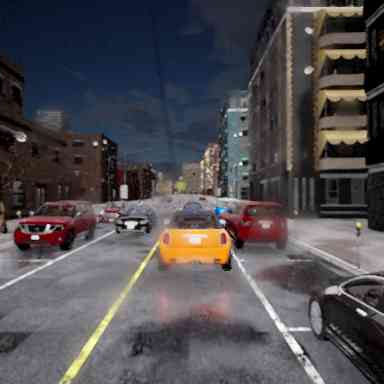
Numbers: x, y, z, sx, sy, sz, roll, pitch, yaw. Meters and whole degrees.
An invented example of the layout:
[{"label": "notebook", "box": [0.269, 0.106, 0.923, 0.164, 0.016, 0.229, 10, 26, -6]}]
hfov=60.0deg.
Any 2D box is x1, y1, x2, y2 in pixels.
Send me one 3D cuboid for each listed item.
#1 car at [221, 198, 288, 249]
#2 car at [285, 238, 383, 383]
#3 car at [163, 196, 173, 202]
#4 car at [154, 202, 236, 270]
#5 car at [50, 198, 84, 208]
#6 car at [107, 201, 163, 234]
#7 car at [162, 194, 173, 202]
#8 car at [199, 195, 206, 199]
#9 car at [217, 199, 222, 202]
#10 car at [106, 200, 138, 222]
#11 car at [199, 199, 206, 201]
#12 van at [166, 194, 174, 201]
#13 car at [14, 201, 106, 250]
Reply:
[{"label": "car", "box": [2.705, 1.333, 14.554, 2.192, 1.841, 5.009, 1, 0, 0]}, {"label": "car", "box": [2.704, 1.556, 3.739, 2.008, 1.369, 4.403, 1, 0, 0]}, {"label": "car", "box": [-5.696, 1.636, 79.825, 1.887, 1.381, 4.507, 1, 0, 0]}, {"label": "car", "box": [0.088, 1.365, 11.250, 2.097, 1.767, 4.553, 0, 0, 0]}, {"label": "car", "box": [-19.312, 1.673, 51.438, 4.507, 1.381, 1.887, 0, -1, 1]}, {"label": "car", "box": [-3.102, 1.515, 19.318, 2.128, 1.511, 4.902, 0, 0, 0]}, {"label": "car", "box": [-5.770, 1.630, 74.143, 1.887, 1.381, 4.507, 1, 0, 0]}, {"label": "car", "box": [2.685, 1.538, 85.575, 1.967, 1.590, 4.097, 1, 0, 0]}, {"label": "car", "box": [2.701, 1.465, 19.961, 1.967, 1.590, 4.097, 1, 0, 0]}, {"label": "car", "box": [-5.680, 1.471, 25.374, 1.967, 1.590, 4.097, 1, 0, 0]}, {"label": "car", "box": [0.090, 1.582, 29.205, 2.033, 1.411, 5.357, 0, 0, 0]}, {"label": "van", "box": [-5.693, 1.439, 85.513, 1.690, 1.788, 3.998, 1, 0, 0]}, {"label": "car", "box": [-5.675, 1.333, 14.559, 2.192, 1.841, 5.009, 1, 0, 0]}]
